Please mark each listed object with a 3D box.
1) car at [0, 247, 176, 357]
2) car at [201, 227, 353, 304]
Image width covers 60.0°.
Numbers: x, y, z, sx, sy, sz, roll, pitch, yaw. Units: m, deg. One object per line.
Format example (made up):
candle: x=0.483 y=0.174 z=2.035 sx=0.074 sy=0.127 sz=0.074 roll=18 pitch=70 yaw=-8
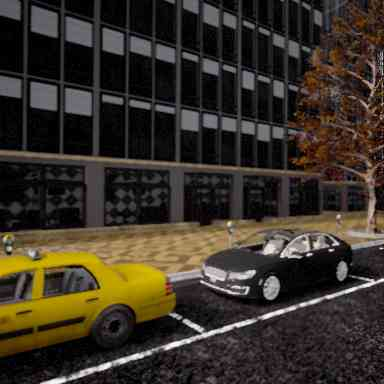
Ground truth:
car: x=-2.543 y=1.529 z=4.744 sx=4.829 sy=1.417 sz=1.752 roll=0 pitch=0 yaw=-36
car: x=2.226 y=1.586 z=8.155 sx=4.403 sy=1.369 sz=2.008 roll=0 pitch=0 yaw=-36
